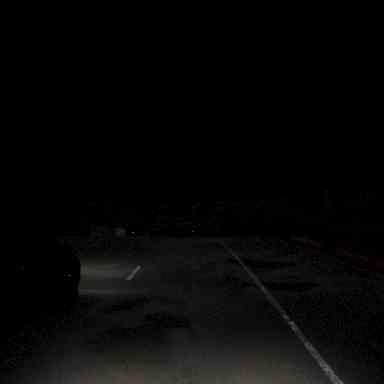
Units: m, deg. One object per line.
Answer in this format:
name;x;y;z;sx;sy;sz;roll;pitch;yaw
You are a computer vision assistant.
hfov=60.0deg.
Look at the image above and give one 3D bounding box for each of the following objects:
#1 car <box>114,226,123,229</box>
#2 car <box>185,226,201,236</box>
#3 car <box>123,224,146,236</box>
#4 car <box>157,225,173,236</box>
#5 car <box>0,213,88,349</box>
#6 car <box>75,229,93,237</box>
car;-14.008;7.495;63.013;2.150;2.045;5.566;0;-8;0
car;0.102;4.935;41.994;1.994;1.385;4.181;0;-8;0
car;-6.897;4.785;41.336;1.837;1.490;4.892;0;-8;0
car;-3.397;4.886;41.919;1.812;1.442;4.674;0;-8;0
car;-3.399;1.279;4.620;2.150;2.045;5.566;0;-1;0
car;-20.996;8.038;64.777;1.812;1.442;4.674;0;-8;0
